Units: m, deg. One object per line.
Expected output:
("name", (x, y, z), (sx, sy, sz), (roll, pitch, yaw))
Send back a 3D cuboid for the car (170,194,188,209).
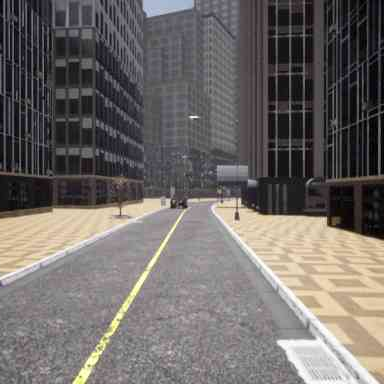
("car", (-1.794, 1.269, 47.340), (2.150, 2.045, 5.566), (0, 0, 4))
